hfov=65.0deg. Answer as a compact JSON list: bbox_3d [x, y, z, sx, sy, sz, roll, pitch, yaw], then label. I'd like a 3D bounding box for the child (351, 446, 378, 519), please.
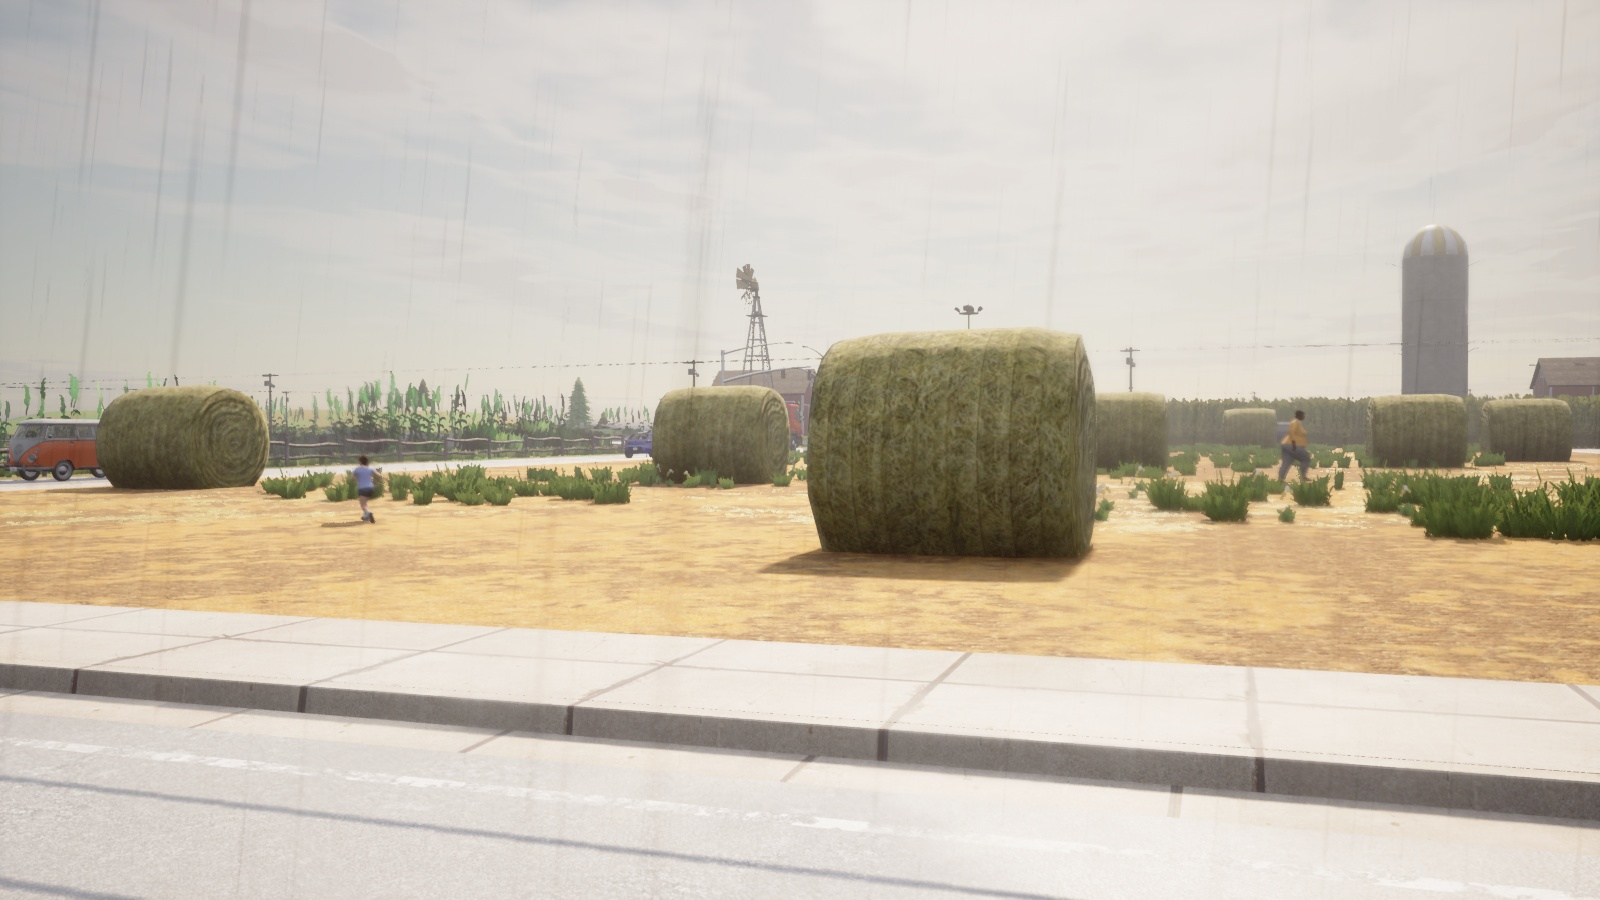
[{"bbox_3d":[-6.716,0.497,19.365,0.394,1.110,0.255,1,1,44],"label":"child"}]

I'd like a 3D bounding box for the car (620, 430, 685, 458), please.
[{"bbox_3d":[-8.255,-0.356,70.618,1.816,1.474,4.193,1,1,21],"label":"car"}]

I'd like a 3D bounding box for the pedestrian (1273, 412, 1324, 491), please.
[{"bbox_3d":[11.891,0.016,29.989,0.900,1.855,0.874,0,1,5],"label":"pedestrian"}]

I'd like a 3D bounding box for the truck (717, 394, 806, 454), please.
[{"bbox_3d":[-2.522,-1.747,85.215,2.891,3.827,8.468,1,1,22],"label":"truck"}]

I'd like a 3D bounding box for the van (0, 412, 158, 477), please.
[{"bbox_3d":[-23.552,-0.202,41.124,1.775,1.987,4.442,1,1,21],"label":"van"}]
